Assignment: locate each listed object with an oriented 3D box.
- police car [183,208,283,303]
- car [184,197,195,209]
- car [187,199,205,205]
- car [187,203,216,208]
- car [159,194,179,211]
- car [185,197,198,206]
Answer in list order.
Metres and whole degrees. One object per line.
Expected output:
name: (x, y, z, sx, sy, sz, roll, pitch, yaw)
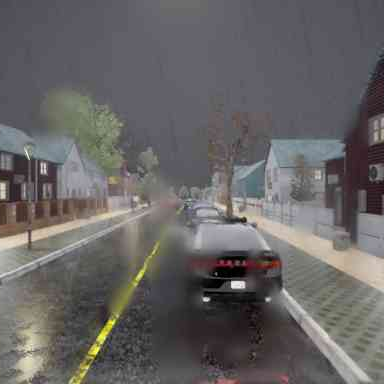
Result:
police car: (0.805, 1.426, 8.420, 1.930, 1.638, 5.238, 0, 0, 0)
car: (-0.085, 1.592, 44.897, 2.128, 1.511, 4.902, 0, 0, 1)
car: (0.768, 1.498, 24.312, 1.882, 1.535, 5.008, 0, 0, 0)
car: (0.782, 1.534, 18.311, 1.812, 1.442, 4.674, 0, 0, 0)
car: (-2.849, 1.308, 42.359, 2.150, 2.045, 5.566, 0, 0, 0)
car: (-0.136, 1.674, 58.083, 2.128, 1.511, 4.902, 0, 0, 0)
